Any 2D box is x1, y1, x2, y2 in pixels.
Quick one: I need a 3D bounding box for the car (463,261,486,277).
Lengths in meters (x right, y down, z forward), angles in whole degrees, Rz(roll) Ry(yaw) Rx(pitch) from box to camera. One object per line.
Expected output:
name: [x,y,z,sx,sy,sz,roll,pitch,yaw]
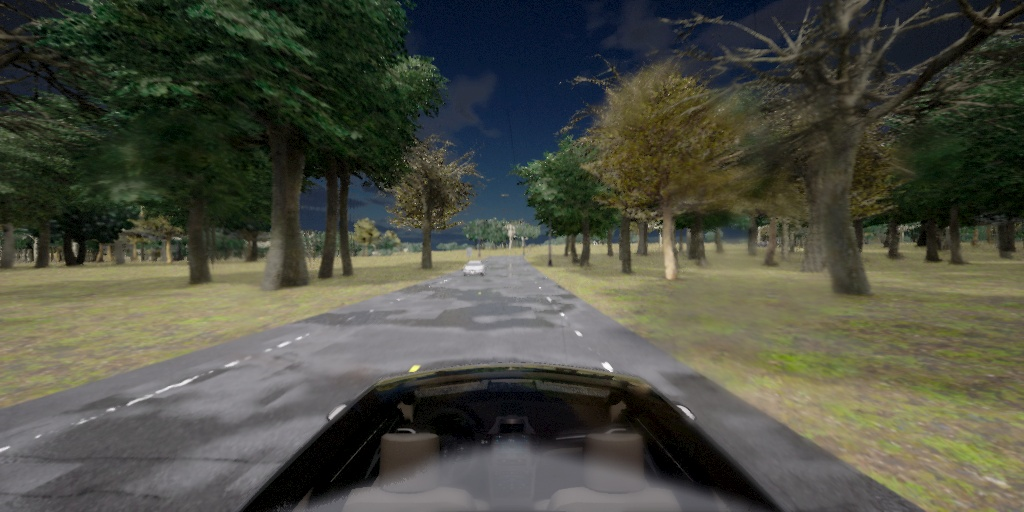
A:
car: [-3.586,1.204,34.779,1.812,1.442,4.674,0,0,0]
